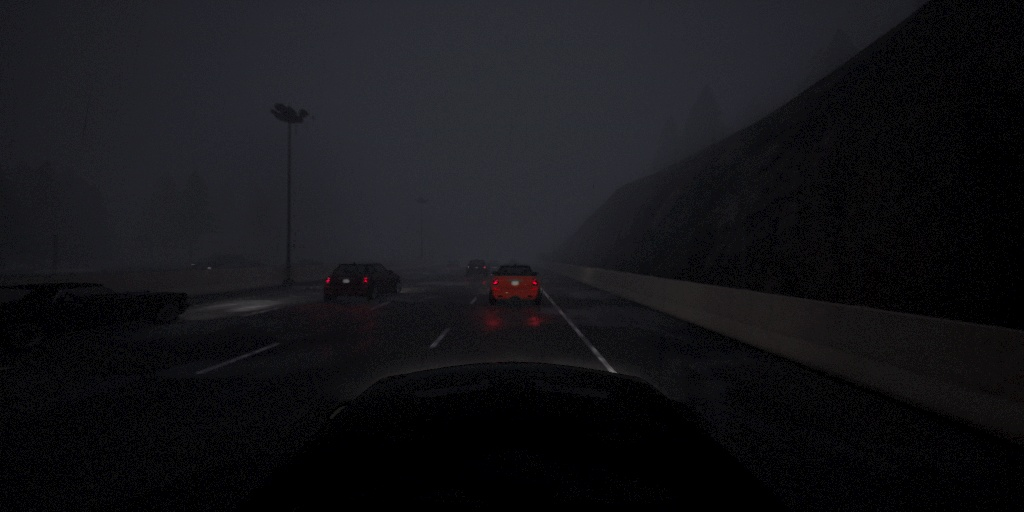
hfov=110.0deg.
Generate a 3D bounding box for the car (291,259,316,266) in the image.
[{"bbox_3d":[-24.455,1.114,42.456,2.128,1.511,4.902,0,0,1],"label":"car"}]

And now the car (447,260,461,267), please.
[{"bbox_3d":[-10.227,1.331,63.423,1.895,1.301,4.718,0,0,0],"label":"car"}]

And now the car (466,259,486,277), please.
[{"bbox_3d":[-3.309,1.106,35.693,2.097,1.767,4.553,0,0,0],"label":"car"}]

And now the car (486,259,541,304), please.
[{"bbox_3d":[0.135,1.114,16.516,2.097,1.767,4.553,0,0,0],"label":"car"}]

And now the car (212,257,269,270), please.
[{"bbox_3d":[-27.965,1.143,37.658,2.033,1.411,5.357,0,0,1],"label":"car"}]

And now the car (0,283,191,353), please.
[{"bbox_3d":[-10.581,1.288,8.561,1.895,1.301,4.718,0,0,1],"label":"car"}]

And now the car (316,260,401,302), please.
[{"bbox_3d":[-6.878,1.069,17.019,2.097,1.767,4.553,0,0,0],"label":"car"}]

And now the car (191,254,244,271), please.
[{"bbox_3d":[-31.465,0.795,38.774,2.150,2.045,5.566,0,0,1],"label":"car"}]
